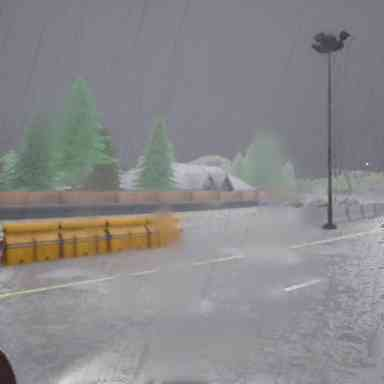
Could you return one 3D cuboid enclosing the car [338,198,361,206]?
[{"bbox_3d":[20.067,1.548,42.281,2.128,1.511,4.902,0,0,39],"label":"car"}]

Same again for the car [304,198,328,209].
[{"bbox_3d":[17.006,1.573,44.076,1.837,1.490,4.892,0,0,39],"label":"car"}]

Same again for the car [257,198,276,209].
[{"bbox_3d":[11.197,1.571,48.034,1.882,1.535,5.008,0,0,40],"label":"car"}]

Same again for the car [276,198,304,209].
[{"bbox_3d":[14.106,1.572,46.059,2.128,1.511,4.902,0,0,40],"label":"car"}]

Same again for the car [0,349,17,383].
[{"bbox_3d":[-3.077,1.578,1.627,4.181,1.385,1.994,0,0,-35],"label":"car"}]
